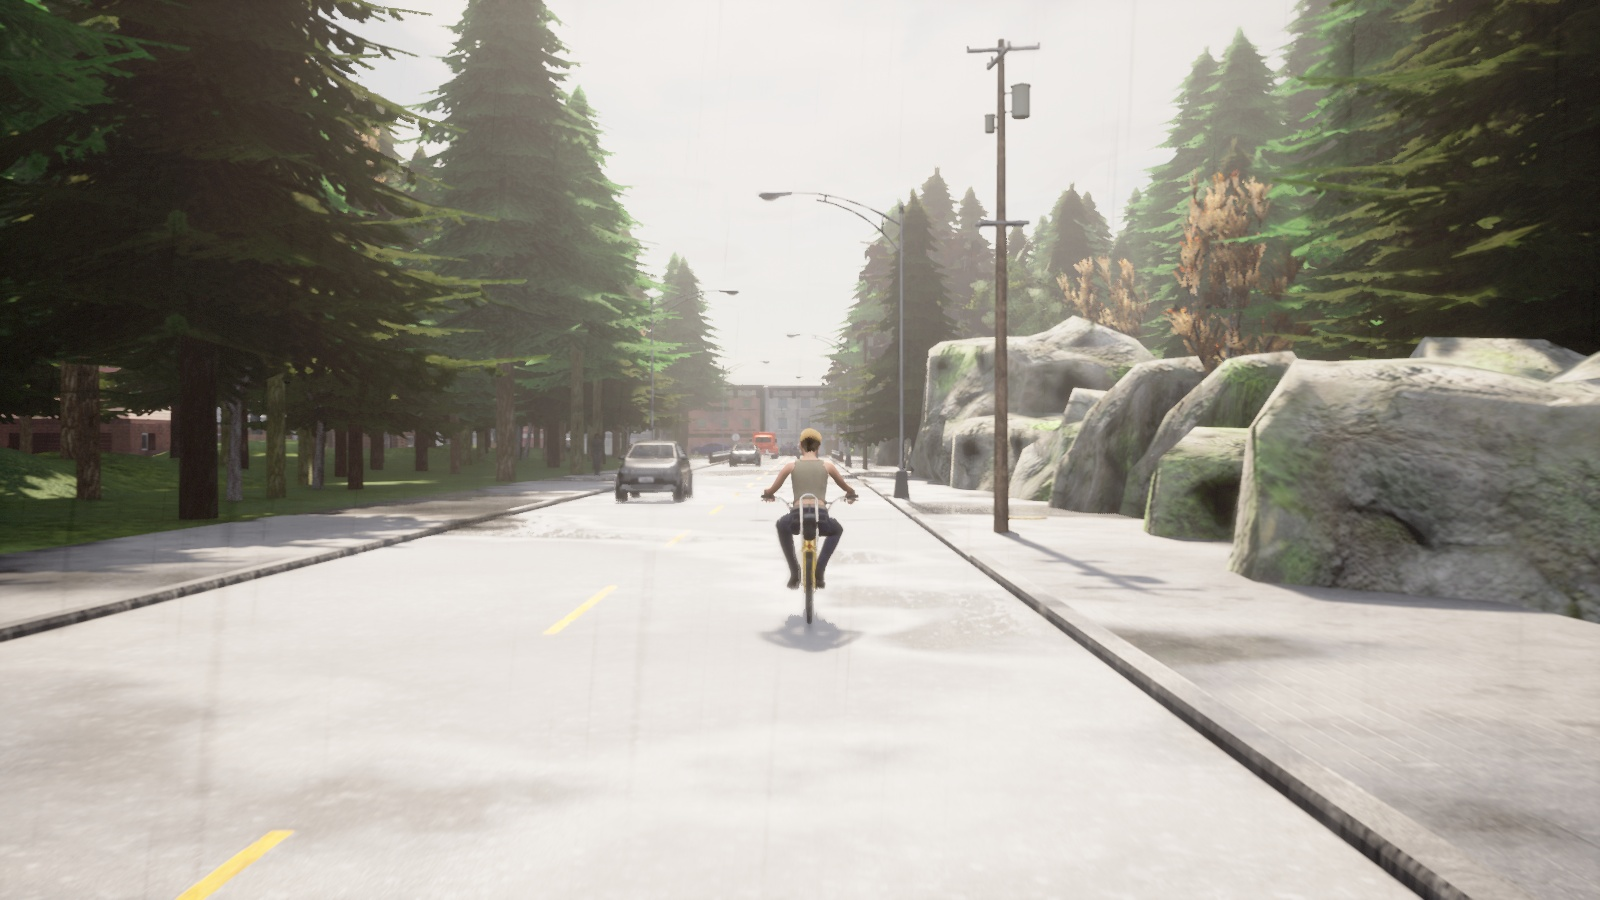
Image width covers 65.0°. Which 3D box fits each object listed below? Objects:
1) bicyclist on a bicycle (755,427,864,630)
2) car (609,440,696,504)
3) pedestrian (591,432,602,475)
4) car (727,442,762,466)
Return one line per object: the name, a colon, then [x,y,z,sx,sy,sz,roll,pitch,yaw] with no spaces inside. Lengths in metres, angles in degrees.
bicyclist on a bicycle: [0.082,0.621,10.731,0.866,1.612,1.509,0,0,1]
car: [-3.767,0.532,32.533,1.789,1.549,3.705,0,0,0]
pedestrian: [-8.689,0.137,53.625,0.353,1.847,0.614,0,0,-2]
car: [-3.453,0.230,79.083,2.007,1.525,4.514,0,0,0]
